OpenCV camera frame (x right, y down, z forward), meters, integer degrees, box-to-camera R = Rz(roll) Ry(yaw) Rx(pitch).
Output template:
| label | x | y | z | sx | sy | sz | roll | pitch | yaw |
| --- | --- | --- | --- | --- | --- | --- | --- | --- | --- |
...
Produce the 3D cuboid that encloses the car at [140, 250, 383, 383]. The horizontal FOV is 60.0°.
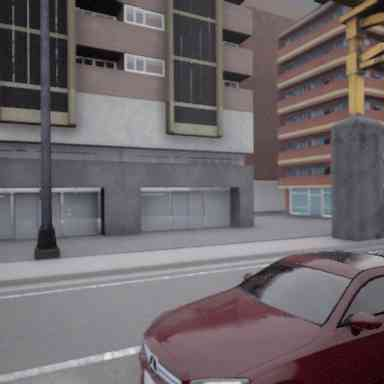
| label | x | y | z | sx | sy | sz | roll | pitch | yaw |
| --- | --- | --- | --- | --- | --- | --- | --- | --- | --- |
| car | 1.697 | 1.532 | 4.130 | 4.674 | 1.442 | 1.812 | 0 | 0 | -26 |
